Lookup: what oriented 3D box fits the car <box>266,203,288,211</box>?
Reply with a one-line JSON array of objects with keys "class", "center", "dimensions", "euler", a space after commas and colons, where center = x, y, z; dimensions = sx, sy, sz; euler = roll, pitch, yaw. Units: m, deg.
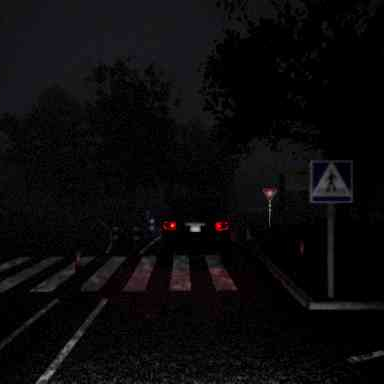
[{"class": "car", "center": [17.359, 3.071, 68.187], "dimensions": [1.837, 1.490, 4.892], "euler": [0, 0, -36]}]

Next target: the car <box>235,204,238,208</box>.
[{"class": "car", "center": [8.096, 3.108, 76.721], "dimensions": [4.902, 1.511, 2.128], "euler": [0, 0, 32]}]

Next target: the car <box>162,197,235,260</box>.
[{"class": "car", "center": [0.236, 1.187, 12.406], "dimensions": [2.150, 2.045, 5.566], "euler": [0, 0, 3]}]
